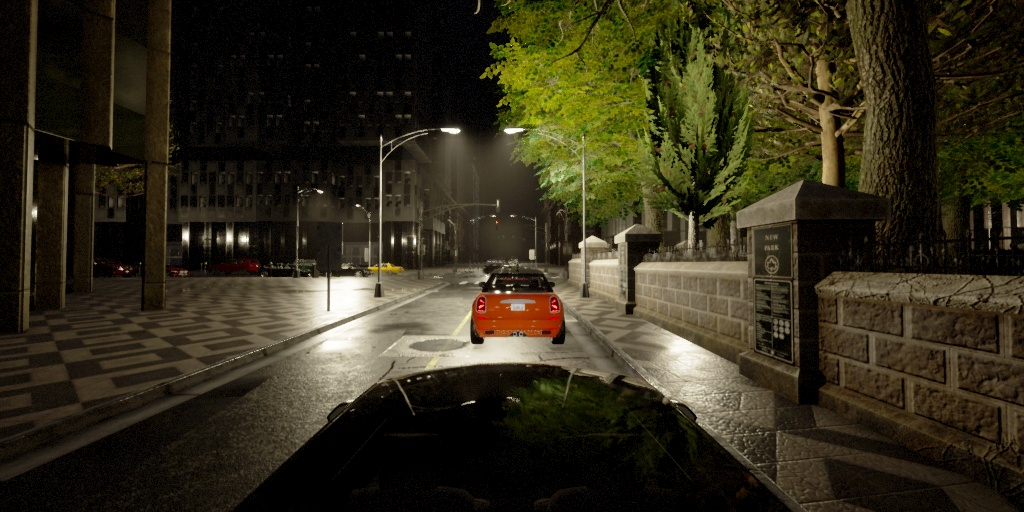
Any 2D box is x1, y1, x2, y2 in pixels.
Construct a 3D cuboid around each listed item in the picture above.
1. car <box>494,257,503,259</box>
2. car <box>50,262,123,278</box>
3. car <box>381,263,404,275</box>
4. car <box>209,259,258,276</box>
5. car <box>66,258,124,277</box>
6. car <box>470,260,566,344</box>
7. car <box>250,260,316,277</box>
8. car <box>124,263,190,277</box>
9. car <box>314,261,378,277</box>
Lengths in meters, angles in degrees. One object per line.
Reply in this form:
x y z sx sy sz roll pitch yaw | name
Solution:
-2.858 1.325 50.787 2.128 1.511 4.902 0 0 0 | car
-40.793 1.317 34.482 4.892 1.490 1.837 0 -1 1 | car
-14.588 1.425 40.029 4.829 1.417 1.751 0 0 1 | car
-30.955 1.237 40.198 5.009 1.841 2.192 0 0 1 | car
-36.548 1.061 31.732 5.009 1.841 2.192 0 0 1 | car
0.132 1.107 9.723 2.097 1.767 4.553 0 0 0 | car
-20.010 1.289 31.561 4.313 1.339 1.948 0 0 1 | car
-31.035 1.320 31.675 4.207 1.307 1.802 0 0 1 | car
-14.497 1.267 31.504 4.403 1.370 2.007 0 0 1 | car
